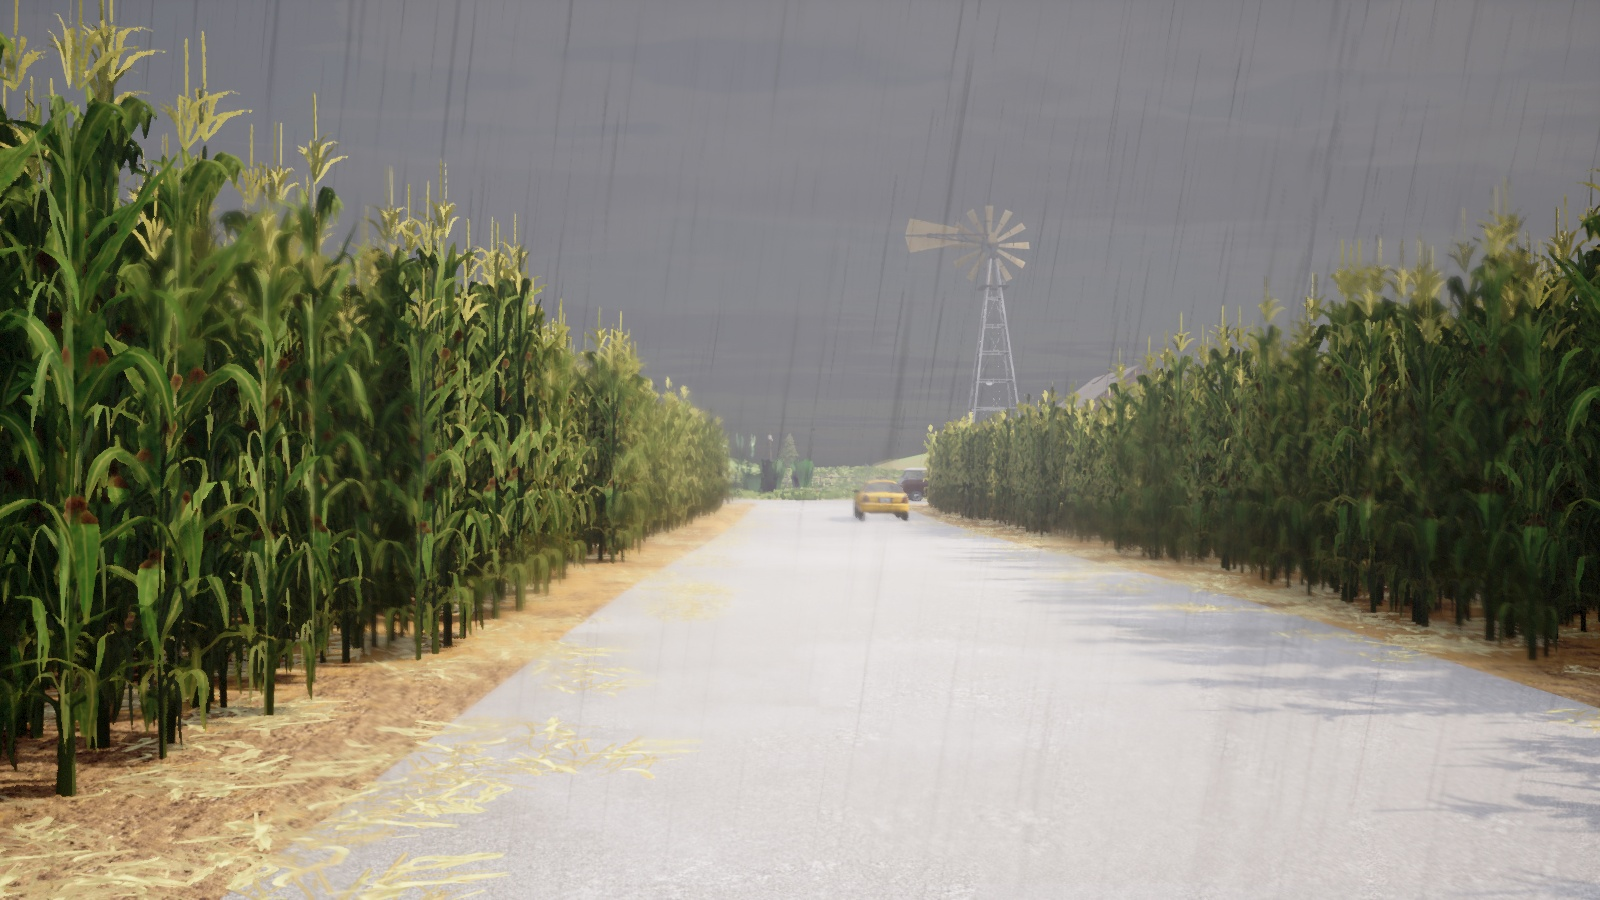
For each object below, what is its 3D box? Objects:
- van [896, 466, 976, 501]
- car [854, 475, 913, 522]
[{"bbox_3d":[7.909,1.964,73.282,4.442,1.987,1.775,0,-1,-2],"label":"van"},{"bbox_3d":[2.998,1.733,46.158,1.801,1.575,5.366,0,-1,0],"label":"car"}]
